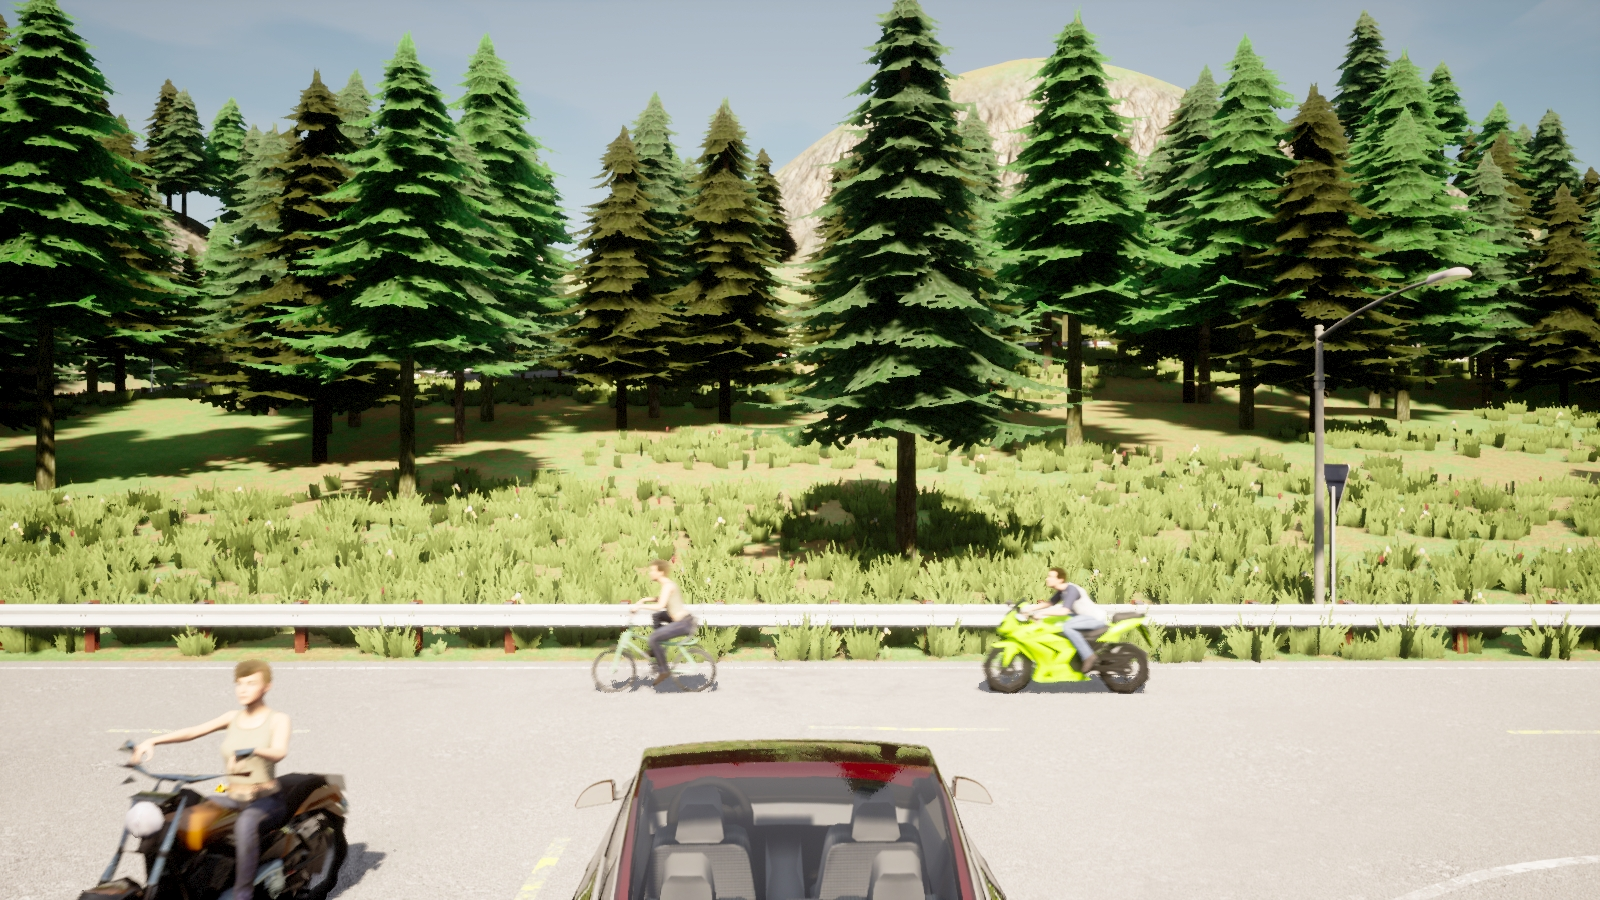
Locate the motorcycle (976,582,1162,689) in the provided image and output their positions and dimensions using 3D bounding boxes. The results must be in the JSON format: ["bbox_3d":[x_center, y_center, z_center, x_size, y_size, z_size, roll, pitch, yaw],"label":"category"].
[{"bbox_3d":[3.176,2.195,13.642,2.033,1.145,0.803,0,0,0],"label":"motorcycle"}]

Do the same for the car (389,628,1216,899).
[{"bbox_3d":[-0.059,1.937,5.357,2.163,1.488,4.792,0,-1,-2],"label":"car"}]
